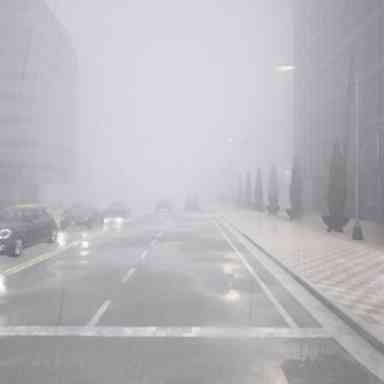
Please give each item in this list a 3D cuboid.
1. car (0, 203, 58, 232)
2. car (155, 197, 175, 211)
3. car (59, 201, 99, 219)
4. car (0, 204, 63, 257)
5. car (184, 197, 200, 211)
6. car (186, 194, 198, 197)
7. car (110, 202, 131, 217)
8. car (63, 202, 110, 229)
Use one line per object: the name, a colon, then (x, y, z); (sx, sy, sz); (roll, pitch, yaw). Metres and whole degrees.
car: (-10.609, 1.540, 21.443); (1.882, 1.535, 5.008); (0, 0, 0)
car: (-3.522, 1.585, 41.693); (1.837, 1.490, 4.892); (0, 0, 0)
car: (-10.600, 1.617, 31.776); (2.033, 1.411, 5.357); (0, 0, 0)
car: (-7.106, 1.410, 13.092); (2.097, 1.767, 4.553); (0, 0, 0)
car: (-0.022, 1.629, 41.126); (2.033, 1.411, 5.357); (0, 0, 0)
car: (-0.024, 1.311, 51.262); (2.150, 2.045, 5.566); (0, 0, 0)
car: (-7.100, 1.635, 31.955); (1.994, 1.385, 4.181); (0, 0, 0)
car: (-7.106, 1.590, 22.076); (1.812, 1.442, 4.674); (0, 0, -1)
